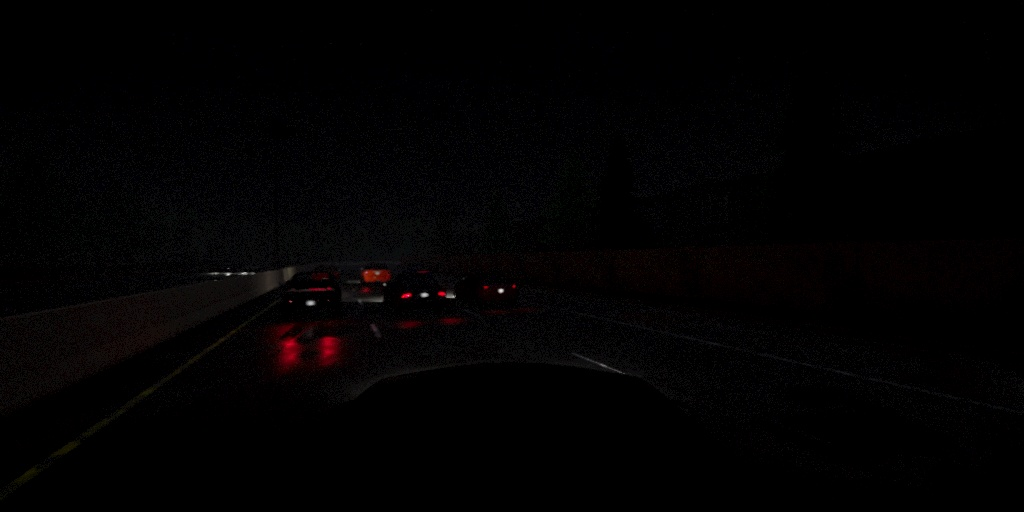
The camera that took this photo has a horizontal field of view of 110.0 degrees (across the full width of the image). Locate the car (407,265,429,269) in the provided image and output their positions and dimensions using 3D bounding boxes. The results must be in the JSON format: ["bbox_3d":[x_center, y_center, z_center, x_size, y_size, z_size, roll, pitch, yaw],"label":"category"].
[{"bbox_3d":[-8.242,1.495,31.193,1.882,1.535,5.008,0,0,-26],"label":"car"}]

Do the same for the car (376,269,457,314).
[{"bbox_3d":[-4.088,1.415,14.622,2.033,1.411,5.357,0,-1,-26],"label":"car"}]

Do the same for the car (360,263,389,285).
[{"bbox_3d":[-11.031,1.345,28.915,2.097,1.767,4.553,0,-1,-26],"label":"car"}]

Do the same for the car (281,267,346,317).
[{"bbox_3d":[-7.649,1.351,13.965,2.128,1.511,4.902,0,0,-26],"label":"car"}]

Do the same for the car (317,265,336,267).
[{"bbox_3d":[-14.528,1.462,28.113,1.882,1.535,5.008,0,0,-25],"label":"car"}]

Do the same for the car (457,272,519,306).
[{"bbox_3d":[-1.328,1.455,16.971,1.994,1.385,4.181,0,-1,-26],"label":"car"}]
